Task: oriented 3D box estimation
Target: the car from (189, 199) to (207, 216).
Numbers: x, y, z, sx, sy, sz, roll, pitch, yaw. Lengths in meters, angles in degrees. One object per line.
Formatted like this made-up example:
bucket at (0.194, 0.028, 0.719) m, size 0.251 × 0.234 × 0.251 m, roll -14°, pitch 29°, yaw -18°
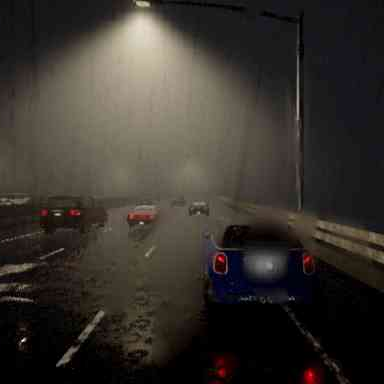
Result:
car at (0.694, 1.587, 32.181) m, size 1.895 × 1.301 × 4.718 m, roll 0°, pitch 0°, yaw 2°

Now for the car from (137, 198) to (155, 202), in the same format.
car at (-5.936, 1.493, 42.528) m, size 1.837 × 1.490 × 4.892 m, roll 0°, pitch -1°, yaw 2°

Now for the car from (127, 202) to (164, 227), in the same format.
car at (-3.022, 1.589, 22.616) m, size 1.895 × 1.301 × 4.718 m, roll 0°, pitch 0°, yaw 1°

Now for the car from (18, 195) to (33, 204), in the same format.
car at (-20.103, 1.500, 43.442) m, size 1.837 × 1.490 × 4.892 m, roll 0°, pitch 0°, yaw 2°

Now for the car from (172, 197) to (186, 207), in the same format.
car at (-2.073, 1.486, 52.208) m, size 2.128 × 1.511 × 4.902 m, roll 0°, pitch 0°, yaw 2°

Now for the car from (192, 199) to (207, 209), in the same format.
car at (1.094, 1.591, 45.526) m, size 1.895 × 1.301 × 4.718 m, roll 0°, pitch 0°, yaw 3°

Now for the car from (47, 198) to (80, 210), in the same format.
car at (-16.614, 1.542, 43.300) m, size 2.033 × 1.411 × 5.357 m, roll 0°, pitch 0°, yaw 2°

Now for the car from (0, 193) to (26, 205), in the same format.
car at (-23.607, 1.218, 43.501) m, size 2.150 × 2.045 × 5.566 m, roll 0°, pitch 0°, yaw 2°

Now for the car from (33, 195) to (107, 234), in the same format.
car at (-6.596, 1.211, 19.171) m, size 2.150 × 2.045 × 5.566 m, roll 0°, pitch 0°, yaw 1°

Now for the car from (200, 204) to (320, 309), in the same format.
car at (1.328, 1.345, 8.008) m, size 2.097 × 1.767 × 4.553 m, roll 0°, pitch 0°, yaw 1°
